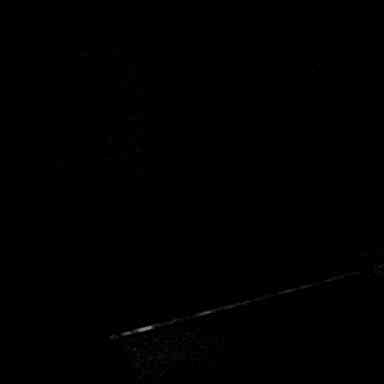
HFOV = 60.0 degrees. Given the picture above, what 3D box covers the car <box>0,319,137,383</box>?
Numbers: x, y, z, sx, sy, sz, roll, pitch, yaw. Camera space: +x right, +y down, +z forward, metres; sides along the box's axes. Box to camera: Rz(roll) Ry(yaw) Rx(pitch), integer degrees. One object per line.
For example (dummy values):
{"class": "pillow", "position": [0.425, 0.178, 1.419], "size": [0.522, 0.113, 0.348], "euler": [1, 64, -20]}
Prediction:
{"class": "car", "position": [-2.655, 1.501, 1.852], "size": [4.892, 1.490, 1.837], "euler": [0, 0, -36]}
